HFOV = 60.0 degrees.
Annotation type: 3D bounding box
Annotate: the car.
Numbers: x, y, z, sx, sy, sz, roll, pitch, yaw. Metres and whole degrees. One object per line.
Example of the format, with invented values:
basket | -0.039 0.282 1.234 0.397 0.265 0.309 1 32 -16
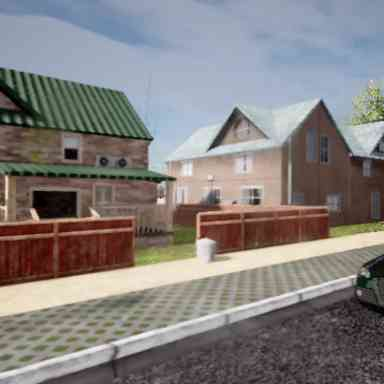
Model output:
car | 5.121 1.541 6.710 4.181 1.385 1.994 0 0 -35
